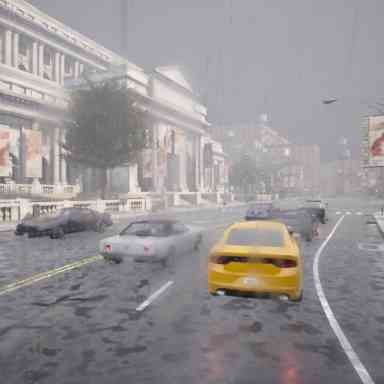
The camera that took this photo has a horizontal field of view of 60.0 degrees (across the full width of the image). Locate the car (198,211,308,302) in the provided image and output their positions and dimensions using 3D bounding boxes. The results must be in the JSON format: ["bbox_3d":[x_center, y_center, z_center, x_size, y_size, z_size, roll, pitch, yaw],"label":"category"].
[{"bbox_3d":[1.709,1.478,8.472,1.882,1.535,5.008,0,0,15],"label":"car"}]

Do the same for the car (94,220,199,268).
[{"bbox_3d":[-1.060,1.600,11.433,1.895,1.301,4.718,0,0,19],"label":"car"}]

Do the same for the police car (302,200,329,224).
[{"bbox_3d":[9.193,1.425,25.118,1.930,1.638,5.238,0,0,27],"label":"police car"}]

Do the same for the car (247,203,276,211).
[{"bbox_3d":[5.668,1.547,25.700,2.033,1.411,5.357,0,0,27],"label":"car"}]

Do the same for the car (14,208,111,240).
[{"bbox_3d":[-6.364,1.548,17.349,2.033,1.411,5.357,0,0,24],"label":"car"}]

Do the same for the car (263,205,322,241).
[{"bbox_3d":[5.179,1.564,16.767,1.994,1.385,4.181,0,0,26],"label":"car"}]
